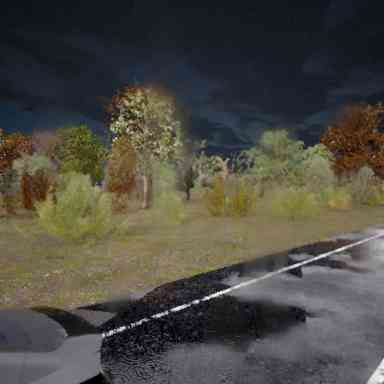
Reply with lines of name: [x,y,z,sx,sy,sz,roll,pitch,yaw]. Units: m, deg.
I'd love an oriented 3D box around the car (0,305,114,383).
car: [-2.648,1.506,1.320,2.128,1.511,4.902,0,0,43]
